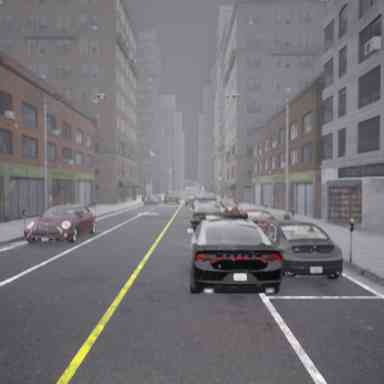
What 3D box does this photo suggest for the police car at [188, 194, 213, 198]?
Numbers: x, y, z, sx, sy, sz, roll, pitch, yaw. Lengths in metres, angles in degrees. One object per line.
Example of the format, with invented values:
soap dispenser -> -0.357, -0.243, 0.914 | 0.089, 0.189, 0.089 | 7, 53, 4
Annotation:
police car -> 0.892, 1.236, 24.758 | 1.930, 1.638, 5.238 | 0, 0, 0

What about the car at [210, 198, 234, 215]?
car -> 2.743, 1.305, 31.567 | 1.887, 1.381, 4.507 | -1, 0, 0

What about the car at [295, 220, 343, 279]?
car -> 2.748, 1.475, 9.547 | 2.008, 1.369, 4.403 | -1, 0, 0

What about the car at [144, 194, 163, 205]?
car -> -5.787, 1.082, 48.080 | 1.967, 1.590, 4.097 | -1, 0, 0

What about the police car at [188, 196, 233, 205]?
police car -> 0.890, 1.280, 18.758 | 1.930, 1.638, 5.238 | 0, 0, 0

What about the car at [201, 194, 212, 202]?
car -> 2.736, 1.072, 64.598 | 1.887, 1.381, 4.507 | -1, 0, 0

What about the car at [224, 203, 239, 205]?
car -> 2.747, 1.428, 15.052 | 1.887, 1.381, 4.507 | -1, 0, 0

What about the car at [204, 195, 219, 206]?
car -> 2.740, 1.208, 48.083 | 1.947, 1.339, 4.313 | -1, 0, 0

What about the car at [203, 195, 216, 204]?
car -> 2.738, 1.149, 53.587 | 1.887, 1.381, 4.507 | -1, 0, 0

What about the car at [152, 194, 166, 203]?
car -> -5.788, 1.116, 59.091 | 2.008, 1.369, 4.403 | -1, 0, 0

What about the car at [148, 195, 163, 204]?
car -> -5.787, 1.169, 53.586 | 1.947, 1.339, 4.313 | -1, 0, 0

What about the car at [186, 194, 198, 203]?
car -> -0.015, 1.058, 58.955 | 2.128, 1.511, 4.902 | 0, 0, 0

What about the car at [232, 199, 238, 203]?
car -> 2.743, 1.241, 26.062 | 1.967, 1.590, 4.097 | -1, 0, 0

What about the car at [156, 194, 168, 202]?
car -> -5.789, 1.072, 64.596 | 1.887, 1.381, 4.507 | -1, 0, 0

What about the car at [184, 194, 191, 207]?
car -> -0.001, 1.188, 45.192 | 1.812, 1.442, 4.674 | 0, 0, 0

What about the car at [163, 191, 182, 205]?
car -> -3.097, 0.841, 51.144 | 2.150, 2.045, 5.566 | 0, 1, 0

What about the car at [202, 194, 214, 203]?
car -> 2.737, 1.111, 59.092 | 1.887, 1.381, 4.507 | -1, 0, 0

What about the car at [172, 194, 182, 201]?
car -> -3.017, 1.101, 68.562 | 1.895, 1.301, 4.718 | 0, 0, 0

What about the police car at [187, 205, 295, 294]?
police car -> 0.896, 1.356, 8.757 | 1.930, 1.638, 5.238 | 0, 0, 0

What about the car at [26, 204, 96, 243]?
car -> -5.779, 1.322, 15.050 | 1.967, 1.590, 4.097 | -1, 0, 0
